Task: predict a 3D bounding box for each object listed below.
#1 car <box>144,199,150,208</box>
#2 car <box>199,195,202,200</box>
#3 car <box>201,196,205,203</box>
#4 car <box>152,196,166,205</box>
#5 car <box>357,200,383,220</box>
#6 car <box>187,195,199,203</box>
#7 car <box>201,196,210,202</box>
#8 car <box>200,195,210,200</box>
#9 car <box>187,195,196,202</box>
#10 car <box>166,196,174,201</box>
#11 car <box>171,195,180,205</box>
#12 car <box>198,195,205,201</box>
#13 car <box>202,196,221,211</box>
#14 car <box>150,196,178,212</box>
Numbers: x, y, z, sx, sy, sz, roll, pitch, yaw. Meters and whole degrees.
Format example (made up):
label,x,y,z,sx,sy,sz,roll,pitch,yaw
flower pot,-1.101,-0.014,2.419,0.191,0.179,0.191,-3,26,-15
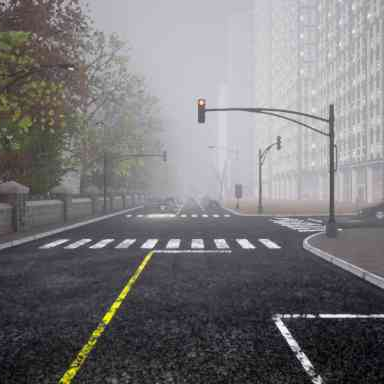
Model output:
label,x,y,z,sx,sy,sz,roll,pitch,yaw
car,-5.730,1.608,47.149,1.802,1.307,4.206,0,0,0
car,3.052,1.406,69.806,2.097,1.767,4.553,0,0,0
car,2.650,1.592,47.156,1.947,1.339,4.313,0,0,0
car,-5.740,1.478,58.414,1.967,1.590,4.097,0,0,0
car,14.933,1.239,24.747,4.892,1.490,1.837,-1,0,0
car,-0.061,1.578,69.224,1.812,1.442,4.674,0,0,0
car,3.082,1.590,76.836,1.812,1.442,4.674,0,0,0
car,2.645,1.597,52.789,1.947,1.339,4.313,0,0,0
car,-0.069,1.482,78.807,2.033,1.411,5.357,0,0,0
car,-5.765,1.626,86.575,1.887,1.381,4.507,0,0,0
car,-3.139,1.531,48.032,1.837,1.490,4.892,0,0,0
car,2.611,1.642,92.214,2.008,1.369,4.403,0,0,0
car,2.655,1.587,41.523,1.947,1.339,4.313,0,0,0
car,-3.135,1.509,38.214,2.128,1.511,4.902,0,0,0
